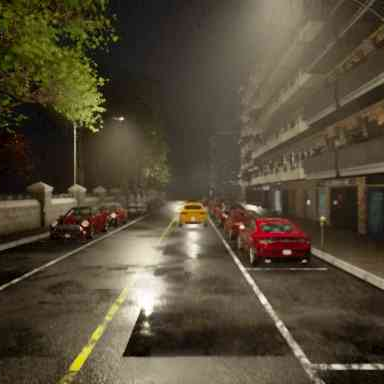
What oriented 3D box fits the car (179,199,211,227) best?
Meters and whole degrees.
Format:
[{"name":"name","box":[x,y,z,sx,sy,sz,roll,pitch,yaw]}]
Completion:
[{"name":"car","box":[0.078,1.539,23.627,1.882,1.535,5.008,0,0,0]}]

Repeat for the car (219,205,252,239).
[{"name":"car","box":[2.675,1.588,17.245,1.887,1.381,4.507,0,0,0]}]

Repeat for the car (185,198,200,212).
[{"name":"car","box":[0.061,1.593,42.328,1.882,1.535,5.008,0,0,0]}]

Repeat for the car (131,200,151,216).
[{"name":"car","box":[-5.721,1.644,34.127,2.008,1.369,4.403,0,0,0]}]

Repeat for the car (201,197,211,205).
[{"name":"car","box":[2.632,1.708,62.458,1.752,1.417,4.829,0,0,0]}]

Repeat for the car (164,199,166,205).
[{"name":"car","box":[-5.742,1.715,56.648,2.008,1.369,4.403,0,0,0]}]

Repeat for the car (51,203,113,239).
[{"name":"car","box":[-5.706,1.486,17.237,1.967,1.590,4.097,0,0,0]}]

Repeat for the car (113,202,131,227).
[{"name":"car","box":[-5.711,1.502,22.866,1.967,1.590,4.097,0,0,0]}]

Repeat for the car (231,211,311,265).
[{"name":"car","box":[2.681,1.573,11.615,1.887,1.381,4.507,0,0,0]}]

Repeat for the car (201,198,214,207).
[{"name":"car","box":[2.638,1.728,56.656,1.947,1.339,4.313,0,0,0]}]

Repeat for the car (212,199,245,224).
[{"name":"car","box":[2.670,1.499,22.875,1.967,1.590,4.097,0,0,0]}]

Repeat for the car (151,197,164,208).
[{"name":"car","box":[-5.737,1.670,50.848,1.752,1.417,4.829,0,0,0]}]

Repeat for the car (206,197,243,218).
[{"name":"car","box":[2.664,1.390,28.505,2.192,1.841,5.009,0,0,0]}]

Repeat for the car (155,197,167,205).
[{"name":"car","box":[-5.748,1.710,62.109,1.752,1.417,4.829,0,0,0]}]

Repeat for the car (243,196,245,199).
[{"name":"car","box":[14.534,1.869,89.291,5.009,1.841,2.192,1,-1,0]}]
